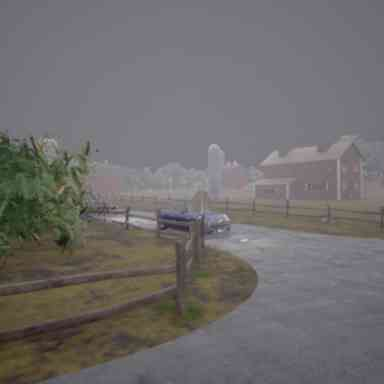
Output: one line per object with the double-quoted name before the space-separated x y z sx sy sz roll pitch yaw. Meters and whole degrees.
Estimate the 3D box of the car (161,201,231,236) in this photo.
"car" 0.043 1.320 18.257 2.097 1.767 4.553 -1 1 -37

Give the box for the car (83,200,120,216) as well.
"car" -8.180 1.403 29.878 1.895 1.301 4.718 -1 1 -35
